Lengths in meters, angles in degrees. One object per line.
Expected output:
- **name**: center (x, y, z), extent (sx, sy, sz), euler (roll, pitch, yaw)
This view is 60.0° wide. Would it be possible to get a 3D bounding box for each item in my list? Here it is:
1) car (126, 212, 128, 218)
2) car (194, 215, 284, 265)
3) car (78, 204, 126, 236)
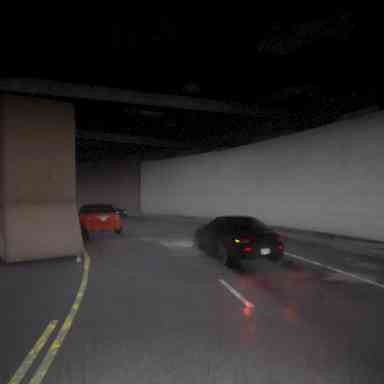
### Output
- **car**: center (-7.421, 1.693, 27.927), extent (2.033, 1.411, 5.357), euler (0, 0, -41)
- **car**: center (1.472, 1.538, 11.727), extent (1.812, 1.442, 4.674), euler (0, 0, -16)
- **car**: center (-5.699, 1.459, 19.399), extent (2.097, 1.767, 4.553), euler (-1, 0, -29)
